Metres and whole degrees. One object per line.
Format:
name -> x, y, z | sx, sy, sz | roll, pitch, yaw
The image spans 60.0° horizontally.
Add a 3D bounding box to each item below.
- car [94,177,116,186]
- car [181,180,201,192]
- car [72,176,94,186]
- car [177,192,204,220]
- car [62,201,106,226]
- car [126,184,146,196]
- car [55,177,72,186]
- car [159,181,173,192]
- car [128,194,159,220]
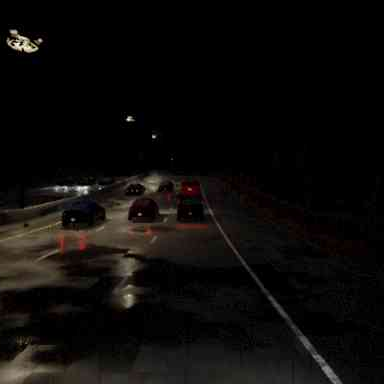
car -> -14.349, -1.849, 56.310 | 2.033, 1.411, 5.357 | 0, 6, 0
car -> -0.150, -0.517, 40.772 | 2.150, 2.045, 5.566 | 0, 6, 0
car -> -17.852, -1.905, 56.296 | 2.128, 1.511, 4.902 | 0, 6, 0
car -> -0.108, 1.134, 24.654 | 1.882, 1.535, 5.008 | 0, 4, 0
car -> -7.007, 1.330, 21.840 | 1.812, 1.442, 4.674 | 0, 3, 0
car -> -7.126, -0.351, 42.221 | 2.033, 1.411, 5.357 | 0, 6, 0
car -> -21.343, -1.797, 56.281 | 1.895, 1.301, 4.718 | 0, 6, 0
car -> -3.653, -0.881, 47.034 | 1.812, 1.442, 4.674 | 0, 6, 0
car -> -3.523, 1.186, 24.679 | 1.812, 1.442, 4.674 | 0, 3, 0
